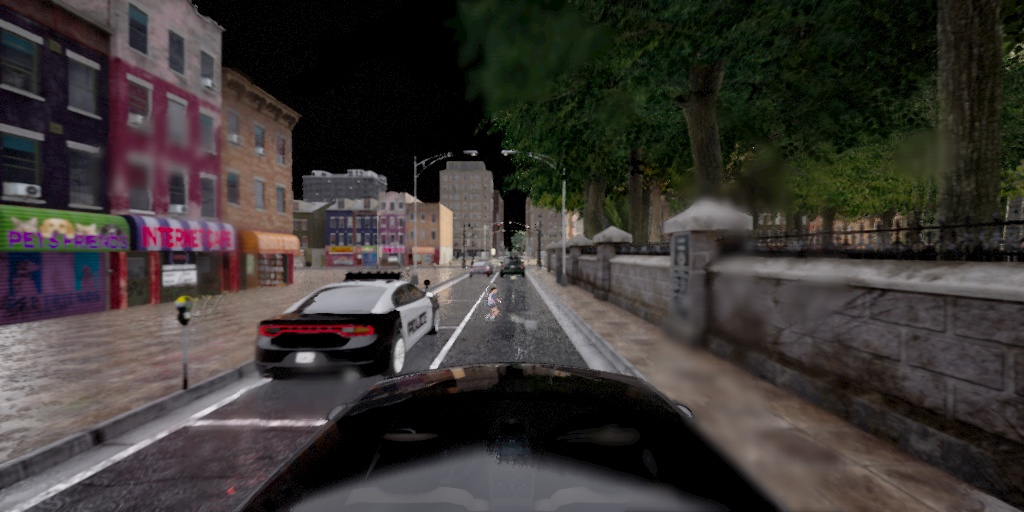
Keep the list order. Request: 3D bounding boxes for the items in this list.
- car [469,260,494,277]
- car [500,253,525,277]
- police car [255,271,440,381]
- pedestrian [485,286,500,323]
[{"bbox_3d":[-2.677,1.091,30.964,1.802,1.307,4.207,0,0,0],"label":"car"},{"bbox_3d":[0.034,0.860,31.075,2.097,1.767,4.553,0,0,0],"label":"car"},{"bbox_3d":[-2.758,1.129,7.368,1.930,1.638,5.238,0,0,0],"label":"police car"},{"bbox_3d":[-0.590,1.353,10.380,0.500,1.100,0.500,0,0,0],"label":"pedestrian"}]
